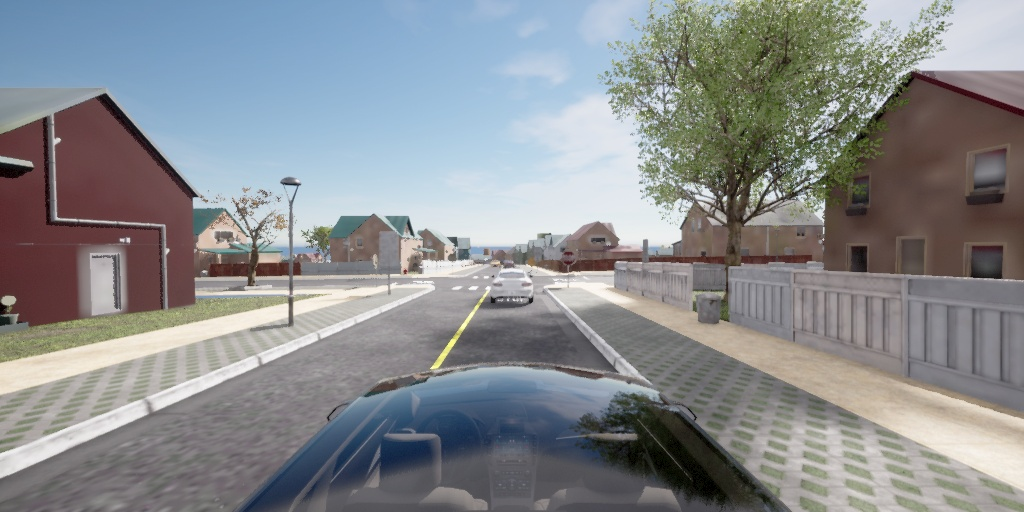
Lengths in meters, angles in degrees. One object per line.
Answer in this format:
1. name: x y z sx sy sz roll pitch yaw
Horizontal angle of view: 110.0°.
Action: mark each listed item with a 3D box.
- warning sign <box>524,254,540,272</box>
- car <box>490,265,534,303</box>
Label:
1. warning sign: 2.371 0.982 43.061 1.300 1.860 1.060 0 0 -1
2. car: 0.001 1.294 16.507 1.812 1.442 4.674 0 0 0
